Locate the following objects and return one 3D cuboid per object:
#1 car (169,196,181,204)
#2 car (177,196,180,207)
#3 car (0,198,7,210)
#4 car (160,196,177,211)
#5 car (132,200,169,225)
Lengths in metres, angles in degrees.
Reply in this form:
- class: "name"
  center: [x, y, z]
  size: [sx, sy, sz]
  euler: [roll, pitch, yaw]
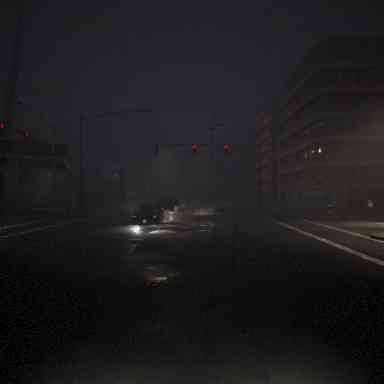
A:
- class: "car"
  center: [-3.294, 1.547, 64.700]
  size: [2.033, 1.411, 5.357]
  euler: [0, 0, 0]
- class: "car"
  center: [-3.211, 1.351, 51.482]
  size: [2.097, 1.767, 4.553]
  euler: [0, 0, 0]
- class: "car"
  center: [-24.020, 1.456, 38.975]
  size: [3.806, 1.475, 1.970]
  euler: [0, 0, 1]
- class: "car"
  center: [-3.167, 1.478, 40.007]
  size: [1.882, 1.535, 5.008]
  euler: [0, 0, 0]
- class: "car"
  center: [-3.111, 1.548, 24.629]
  size: [2.033, 1.411, 5.357]
  euler: [0, 0, 0]
